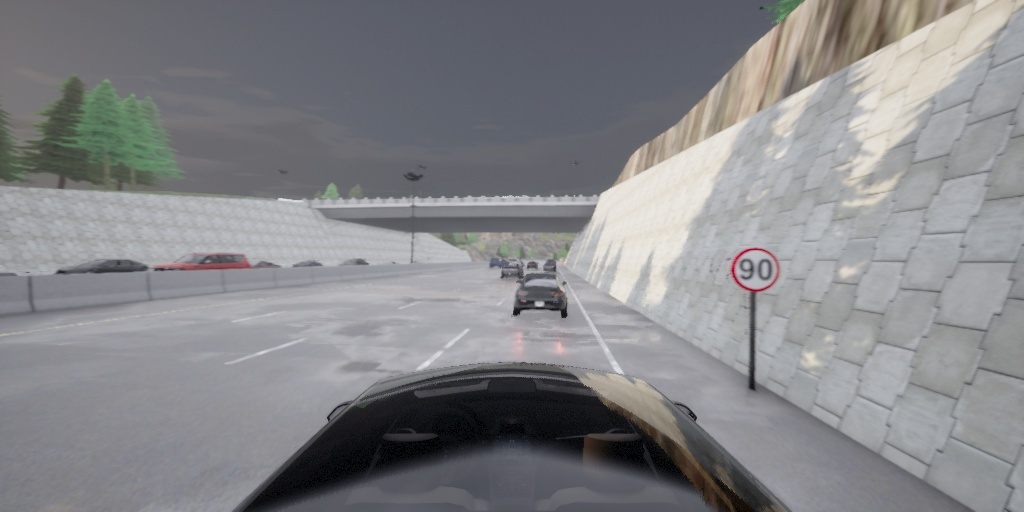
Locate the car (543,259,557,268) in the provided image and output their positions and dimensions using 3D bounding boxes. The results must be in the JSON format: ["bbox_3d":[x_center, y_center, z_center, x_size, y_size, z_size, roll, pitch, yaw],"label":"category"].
[{"bbox_3d":[5.732,1.697,54.386,2.128,1.511,4.902,1,0,7],"label":"car"}]

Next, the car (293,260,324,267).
[{"bbox_3d":[-26.883,1.209,47.484,1.994,1.385,4.181,1,0,7],"label":"car"}]

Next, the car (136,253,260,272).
[{"bbox_3d":[-19.247,0.813,22.468,2.150,2.045,5.566,1,0,7],"label":"car"}]

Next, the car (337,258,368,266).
[{"bbox_3d":[-20.116,1.089,45.468,2.097,1.767,4.553,1,0,7],"label":"car"}]

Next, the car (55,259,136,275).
[{"bbox_3d":[-29.406,0.960,25.994,1.837,1.490,4.892,1,0,7],"label":"car"}]

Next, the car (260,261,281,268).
[{"bbox_3d":[-21.845,1.131,30.533,1.812,1.442,4.674,1,-1,7],"label":"car"}]

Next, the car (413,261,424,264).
[{"bbox_3d":[-15.204,1.496,57.290,1.895,1.301,4.718,1,0,7],"label":"car"}]

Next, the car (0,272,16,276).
[{"bbox_3d":[-23.738,1.009,14.076,2.033,1.411,5.357,1,0,7],"label":"car"}]

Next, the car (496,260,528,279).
[{"bbox_3d":[0.061,1.476,35.600,2.128,1.511,4.902,1,0,7],"label":"car"}]

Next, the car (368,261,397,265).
[{"bbox_3d":[-16.404,1.329,46.810,1.812,1.442,4.674,1,-1,7],"label":"car"}]

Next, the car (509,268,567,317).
[{"bbox_3d":[1.124,1.377,13.769,1.812,1.442,4.674,1,0,6],"label":"car"}]
